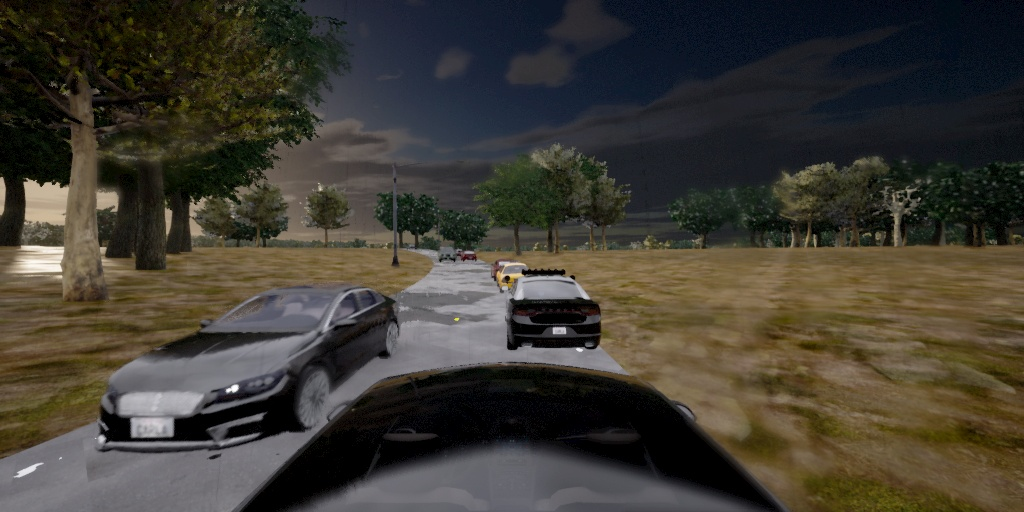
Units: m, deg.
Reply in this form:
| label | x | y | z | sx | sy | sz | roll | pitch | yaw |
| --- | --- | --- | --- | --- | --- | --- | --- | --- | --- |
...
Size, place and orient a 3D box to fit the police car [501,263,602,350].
| label | x | y | z | sx | sy | sz | roll | pitch | yaw |
| --- | --- | --- | --- | --- | --- | --- | --- | --- | --- |
| police car | 0.777 | 1.143 | 9.146 | 1.930 | 1.638 | 5.238 | 0 | 0 | -2 |

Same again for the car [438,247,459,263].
| label | x | y | z | sx | sy | sz | roll | pitch | yaw |
| --- | --- | --- | --- | --- | --- | --- | --- | --- | --- |
| car | -8.780 | -0.198 | 48.443 | 2.150 | 2.045 | 5.566 | 0 | 2 | -14 |

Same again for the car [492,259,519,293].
| label | x | y | z | sx | sy | sz | roll | pitch | yaw |
| --- | --- | --- | --- | --- | --- | --- | --- | --- | --- |
| car | 0.120 | 1.017 | 19.309 | 1.801 | 1.575 | 5.366 | -2 | 2 | -5 |

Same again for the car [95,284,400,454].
| label | x | y | z | sx | sy | sz | roll | pitch | yaw |
| --- | --- | --- | --- | --- | --- | --- | --- | --- | --- |
| car | -3.210 | 1.234 | 5.601 | 2.128 | 1.511 | 4.902 | 0 | 0 | -1 |

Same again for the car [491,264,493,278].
| label | x | y | z | sx | sy | sz | roll | pitch | yaw |
| --- | --- | --- | --- | --- | --- | --- | --- | --- | --- |
| car | -0.464 | 0.930 | 25.167 | 1.812 | 1.442 | 4.674 | -1 | 1 | -7 |

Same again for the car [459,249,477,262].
| label | x | y | z | sx | sy | sz | roll | pitch | yaw |
| --- | --- | --- | --- | --- | --- | --- | --- | --- | --- |
| car | -6.216 | -0.035 | 51.198 | 1.882 | 1.535 | 5.008 | 0 | 2 | -14 |

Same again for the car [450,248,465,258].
| label | x | y | z | sx | sy | sz | roll | pitch | yaw |
| --- | --- | --- | --- | --- | --- | --- | --- | --- | --- |
| car | -9.661 | -0.568 | 63.369 | 1.837 | 1.490 | 4.892 | 0 | 3 | -19 |
